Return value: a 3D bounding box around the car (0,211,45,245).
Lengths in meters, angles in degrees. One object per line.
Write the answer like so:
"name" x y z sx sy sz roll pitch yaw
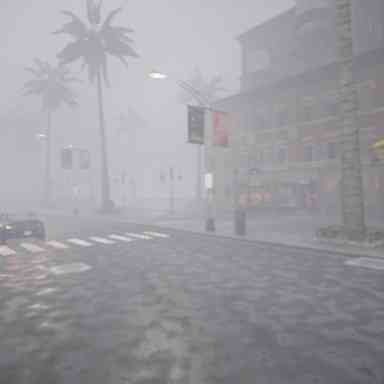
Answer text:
"car" -8.645 1.651 16.469 1.812 1.442 4.674 -1 0 -38

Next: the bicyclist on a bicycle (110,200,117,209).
"bicyclist on a bicycle" -8.189 1.416 33.326 1.656 1.620 0.582 -1 0 -38
